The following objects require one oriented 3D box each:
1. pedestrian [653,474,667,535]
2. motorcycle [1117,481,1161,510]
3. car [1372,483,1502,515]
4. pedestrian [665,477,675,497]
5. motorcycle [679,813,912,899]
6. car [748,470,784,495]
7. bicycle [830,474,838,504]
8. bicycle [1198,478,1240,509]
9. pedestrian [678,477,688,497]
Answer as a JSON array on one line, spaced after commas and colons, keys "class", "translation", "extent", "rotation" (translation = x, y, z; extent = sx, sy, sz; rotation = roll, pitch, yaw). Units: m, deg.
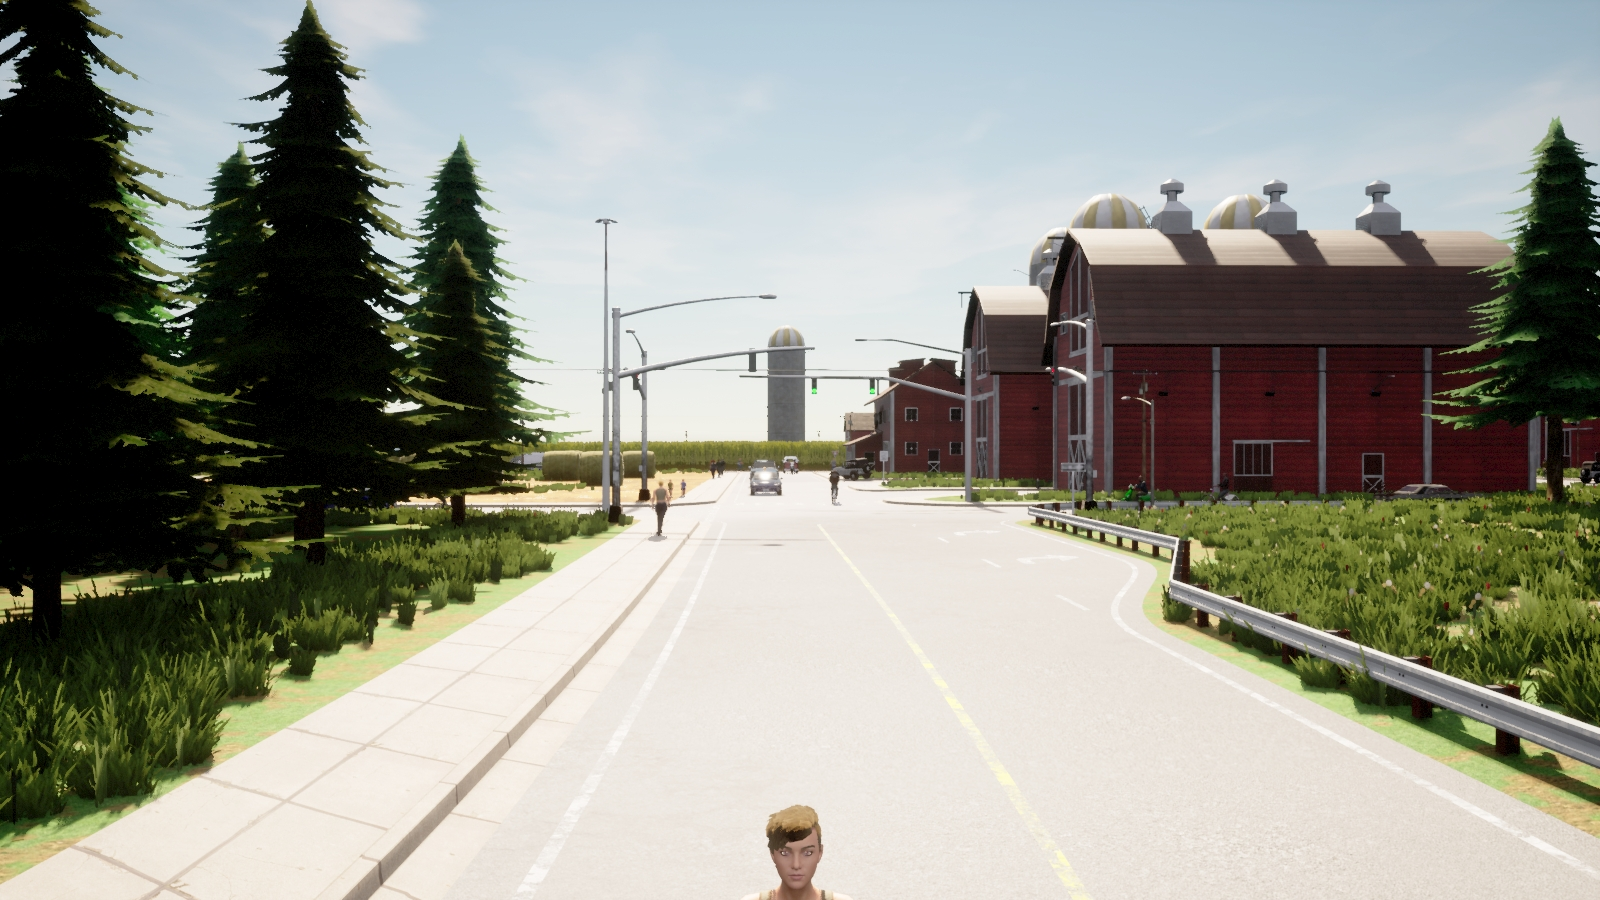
[{"class": "pedestrian", "translation": [-4.287, 1.672, 34.991], "extent": [0.375, 1.860, 0.375], "rotation": [0, 0, 1]}, {"class": "motorcycle", "translation": [15.989, 2.145, 53.899], "extent": [1.805, 1.316, 0.856], "rotation": [0, 0, -1]}, {"class": "car", "translation": [28.176, 2.158, 50.655], "extent": [4.718, 1.301, 1.895], "rotation": [0, 0, -1]}, {"class": "pedestrian", "translation": [-7.184, 2.056, 63.272], "extent": [0.500, 1.100, 0.500], "rotation": [0, 0, 1]}, {"class": "motorcycle", "translation": [-0.013, 2.128, 3.457], "extent": [0.764, 1.307, 2.356], "rotation": [0, 0, 0]}, {"class": "car", "translation": [-2.153, 2.036, 72.119], "extent": [2.163, 1.488, 4.792], "rotation": [0, 0, -2]}, {"class": "bicycle", "translation": [1.792, 2.037, 60.129], "extent": [0.329, 1.471, 1.835], "rotation": [0, 0, -2]}, {"class": "bicycle", "translation": [19.800, 2.064, 53.998], "extent": [1.835, 1.471, 0.329], "rotation": [0, 0, -1]}, {"class": "pedestrian", "translation": [-6.475, 2.053, 63.288], "extent": [0.500, 1.100, 0.500], "rotation": [0, 0, -15]}]
